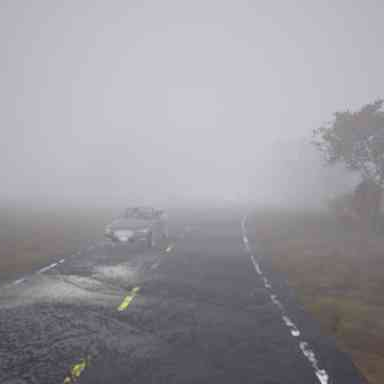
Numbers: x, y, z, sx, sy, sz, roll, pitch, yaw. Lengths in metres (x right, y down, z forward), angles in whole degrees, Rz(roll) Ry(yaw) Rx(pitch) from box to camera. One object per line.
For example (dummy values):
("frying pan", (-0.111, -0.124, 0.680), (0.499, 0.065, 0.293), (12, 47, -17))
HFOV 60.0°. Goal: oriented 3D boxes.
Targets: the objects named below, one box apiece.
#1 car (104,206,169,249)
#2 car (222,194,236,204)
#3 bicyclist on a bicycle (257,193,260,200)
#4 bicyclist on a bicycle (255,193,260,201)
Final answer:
("car", (-2.192, 1.384, 14.270), (2.128, 1.511, 4.902), (0, 0, 6))
("car", (6.275, 1.146, 55.592), (1.812, 1.442, 4.674), (0, 0, 14))
("bicyclist on a bicycle", (15.117, 0.950, 75.982), (0.582, 1.620, 1.656), (0, 0, 13))
("bicyclist on a bicycle", (13.034, 0.988, 67.242), (0.866, 1.612, 1.509), (0, 0, 13))
